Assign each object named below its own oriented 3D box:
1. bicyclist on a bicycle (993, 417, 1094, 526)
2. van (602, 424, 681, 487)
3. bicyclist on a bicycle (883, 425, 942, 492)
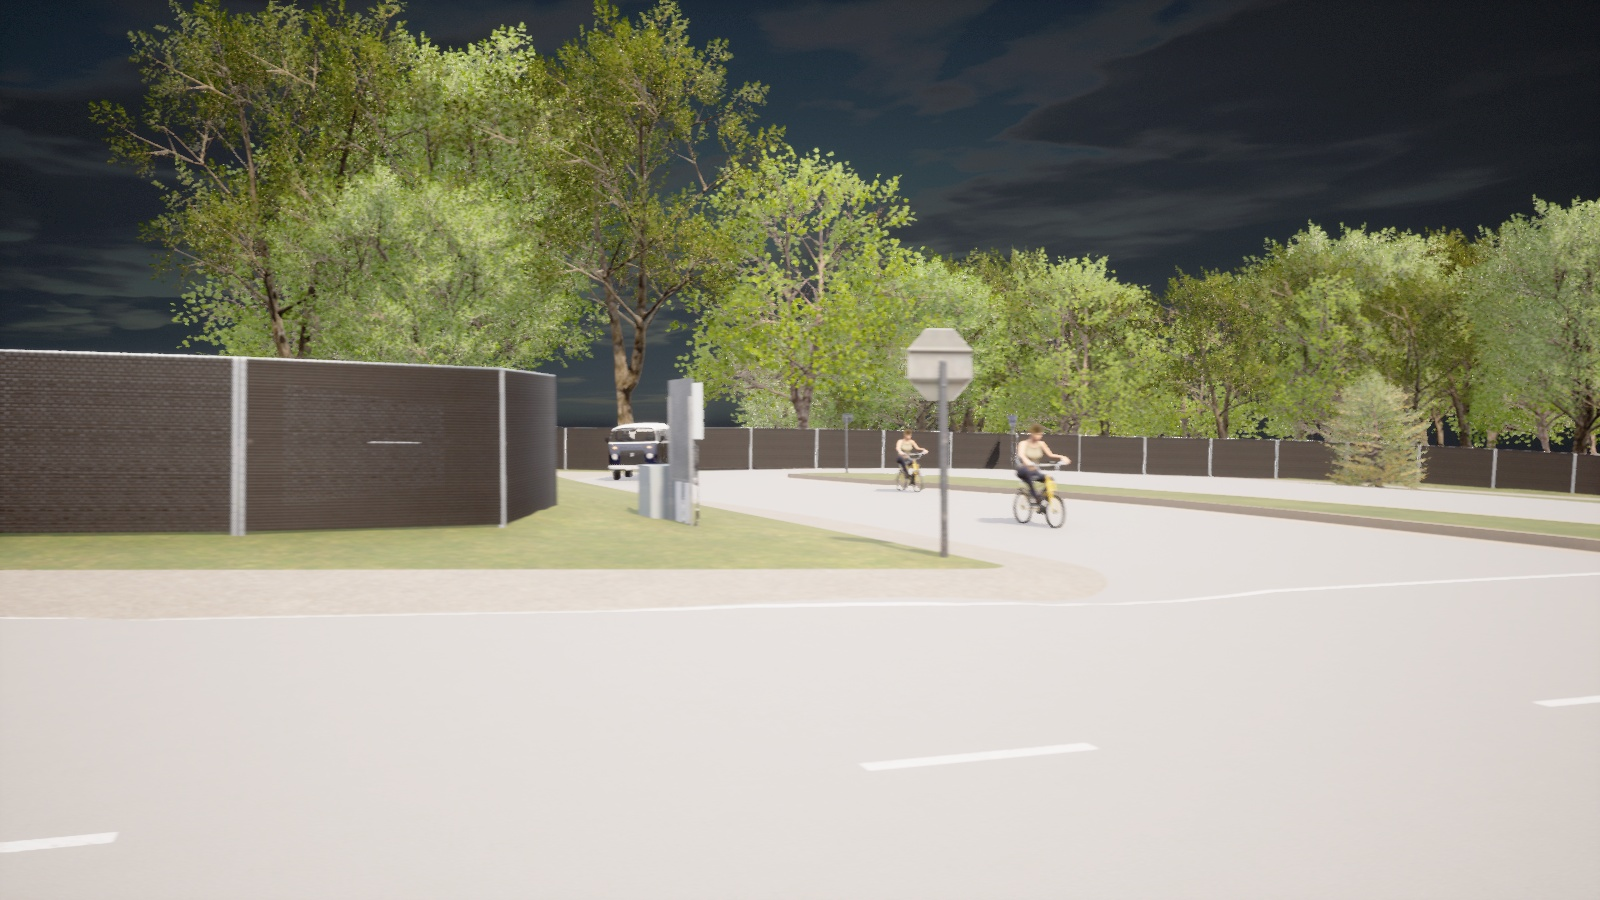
[{"bbox_3d":[3.780,0.313,19.600,0.866,1.612,1.509,-2,1,-21],"label":"bicyclist on a bicycle"},{"bbox_3d":[-5.646,0.154,45.249,2.069,2.038,4.480,-3,1,1],"label":"van"},{"bbox_3d":[2.820,0.211,31.735,0.866,1.612,1.509,-2,1,-21],"label":"bicyclist on a bicycle"}]
